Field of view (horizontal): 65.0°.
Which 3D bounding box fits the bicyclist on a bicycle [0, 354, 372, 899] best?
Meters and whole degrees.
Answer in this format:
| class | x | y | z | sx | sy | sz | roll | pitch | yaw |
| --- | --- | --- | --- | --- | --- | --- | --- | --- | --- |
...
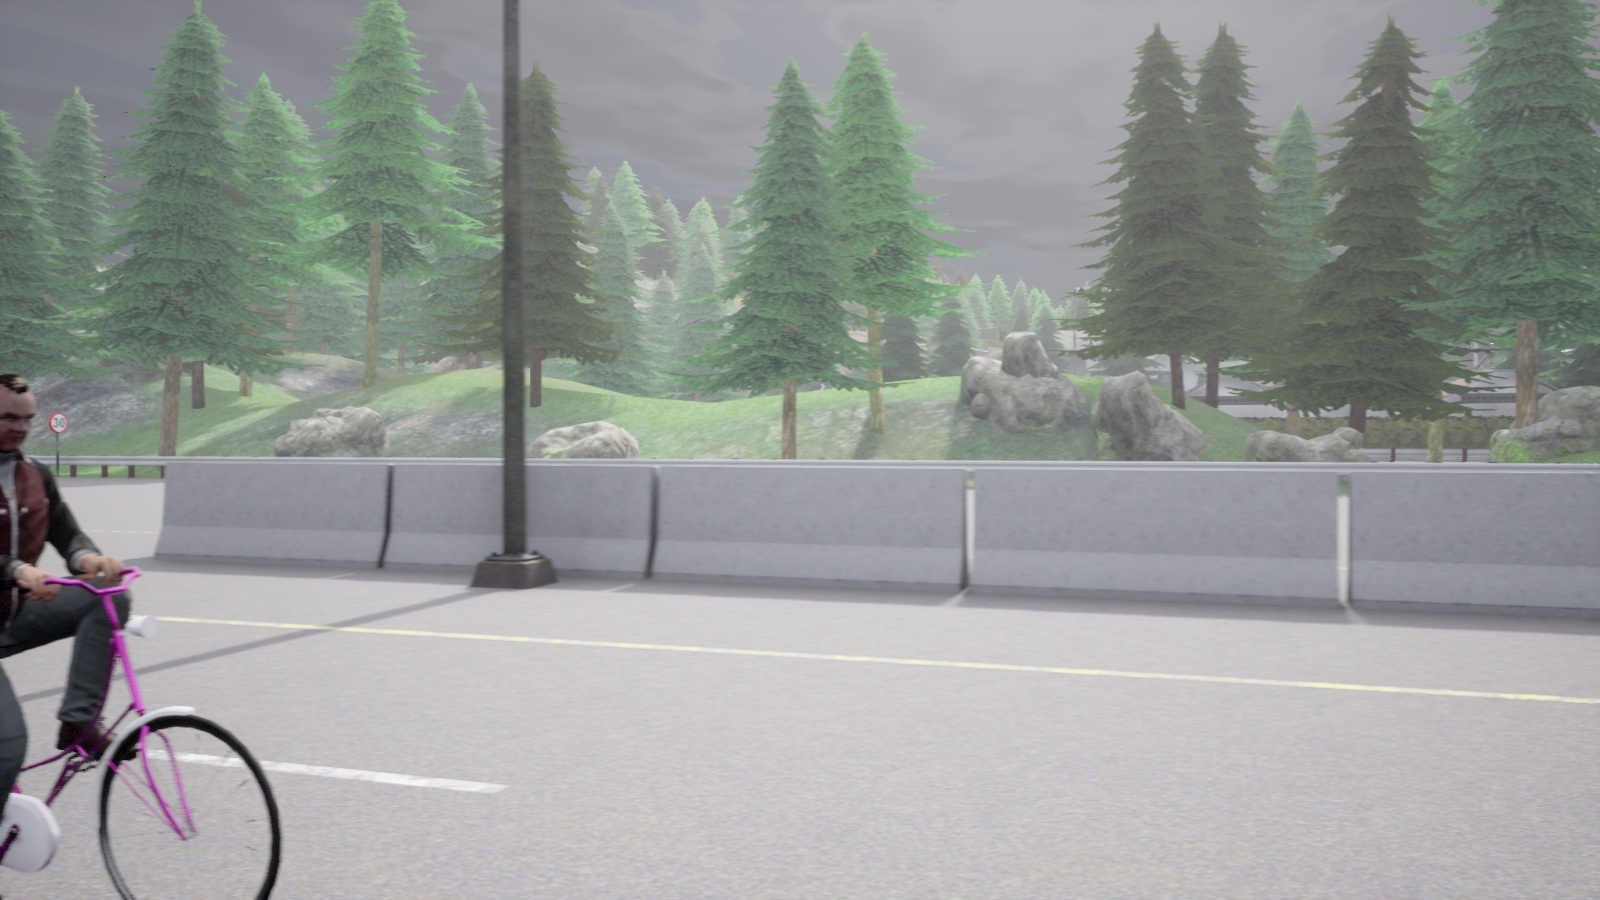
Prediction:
| class | x | y | z | sx | sy | sz | roll | pitch | yaw |
| --- | --- | --- | --- | --- | --- | --- | --- | --- | --- |
| bicyclist on a bicycle | -2.346 | 0.620 | 3.980 | 1.843 | 1.776 | 0.659 | 0 | 1 | 19 |
